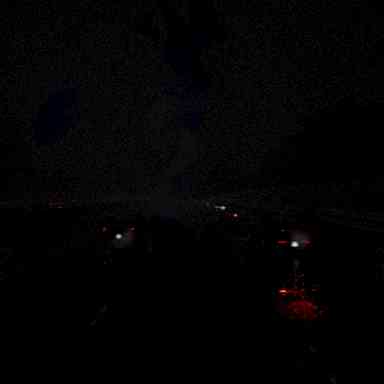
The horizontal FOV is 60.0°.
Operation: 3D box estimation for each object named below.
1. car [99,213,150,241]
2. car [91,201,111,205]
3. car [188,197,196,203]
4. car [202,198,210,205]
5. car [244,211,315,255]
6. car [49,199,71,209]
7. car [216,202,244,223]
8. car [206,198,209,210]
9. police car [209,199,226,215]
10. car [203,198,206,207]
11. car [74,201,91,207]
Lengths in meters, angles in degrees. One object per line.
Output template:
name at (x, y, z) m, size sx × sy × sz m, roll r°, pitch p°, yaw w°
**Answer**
car at (-3.405, 1.785, 17.692) m, size 1.895 × 1.301 × 4.718 m, roll 0°, pitch -1°, yaw 0°
car at (-14.055, 2.155, 53.315) m, size 1.895 × 1.301 × 4.718 m, roll 0°, pitch -1°, yaw 1°
car at (-0.023, 2.379, 92.715) m, size 1.837 × 1.490 × 4.892 m, roll 0°, pitch -1°, yaw 0°
car at (3.479, 2.357, 83.906) m, size 1.801 × 1.575 × 5.366 m, roll 0°, pitch -1°, yaw 0°
car at (3.593, 1.647, 14.003) m, size 1.837 × 1.490 × 4.892 m, roll 0°, pitch -2°, yaw 0°
car at (-21.055, 1.905, 53.211) m, size 2.097 × 1.767 × 4.553 m, roll 0°, pitch -1°, yaw 1°
car at (3.493, 1.862, 28.687) m, size 1.994 × 1.385 × 4.181 m, roll 0°, pitch -1°, yaw 0°
car at (3.488, 2.033, 50.698) m, size 1.837 × 1.490 × 4.892 m, roll 0°, pitch -1°, yaw 0°
police car at (3.490, 1.917, 39.693) m, size 2.038 × 1.542 × 4.974 m, roll 0°, pitch -1°, yaw 0°
car at (3.485, 2.245, 61.733) m, size 1.895 × 1.301 × 4.718 m, roll 0°, pitch -1°, yaw 0°
car at (-17.553, 2.126, 54.069) m, size 1.994 × 1.385 × 4.181 m, roll 0°, pitch -1°, yaw 1°
